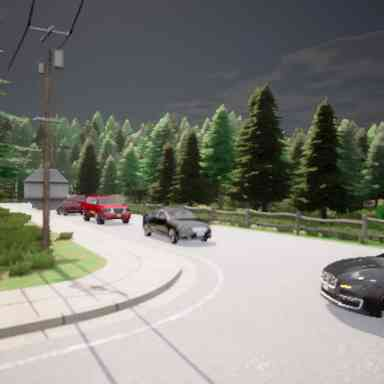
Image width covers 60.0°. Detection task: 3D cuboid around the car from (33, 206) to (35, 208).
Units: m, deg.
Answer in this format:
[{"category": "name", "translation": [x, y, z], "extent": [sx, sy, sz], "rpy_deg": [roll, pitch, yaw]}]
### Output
[{"category": "car", "translation": [-21.033, 1.680, 46.597], "extent": [1.895, 1.301, 4.718], "rpy_deg": [1, 0, -34]}]

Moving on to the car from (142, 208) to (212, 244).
[{"category": "car", "translation": [-0.868, 1.548, 16.342], "extent": [2.128, 1.511, 4.902], "rpy_deg": [1, 0, -30]}]

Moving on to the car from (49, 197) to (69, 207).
[{"category": "car", "translation": [-21.306, 1.594, 53.202], "extent": [1.882, 1.535, 5.008], "rpy_deg": [1, 0, -34]}]

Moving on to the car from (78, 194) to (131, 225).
[{"category": "car", "translation": [-6.541, 1.285, 25.172], "extent": [2.150, 2.045, 5.566], "rpy_deg": [1, -1, -34]}]

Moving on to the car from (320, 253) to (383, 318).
[{"category": "car", "translation": [4.965, 1.569, 6.211], "extent": [4.892, 1.490, 1.837], "rpy_deg": [0, -3, 2]}]

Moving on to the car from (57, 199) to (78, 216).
[{"category": "car", "translation": [-12.292, 1.674, 33.664], "extent": [1.895, 1.301, 4.718], "rpy_deg": [1, 0, -34]}]

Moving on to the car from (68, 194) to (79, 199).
[{"category": "car", "translation": [-15.447, 1.336, 44.721], "extent": [2.150, 2.045, 5.566], "rpy_deg": [1, 0, -34]}]
